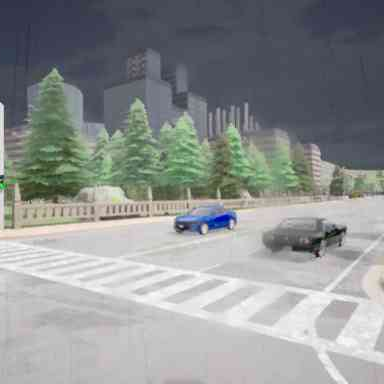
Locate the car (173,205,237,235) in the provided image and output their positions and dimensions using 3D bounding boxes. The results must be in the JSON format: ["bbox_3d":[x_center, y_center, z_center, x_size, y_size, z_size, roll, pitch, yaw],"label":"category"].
[{"bbox_3d":[0.865,1.575,19.828,1.882,1.535,5.008,-1,0,35],"label":"car"}]

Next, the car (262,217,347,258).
[{"bbox_3d":[4.586,1.635,13.039,1.895,1.301,4.718,-1,0,38],"label":"car"}]
